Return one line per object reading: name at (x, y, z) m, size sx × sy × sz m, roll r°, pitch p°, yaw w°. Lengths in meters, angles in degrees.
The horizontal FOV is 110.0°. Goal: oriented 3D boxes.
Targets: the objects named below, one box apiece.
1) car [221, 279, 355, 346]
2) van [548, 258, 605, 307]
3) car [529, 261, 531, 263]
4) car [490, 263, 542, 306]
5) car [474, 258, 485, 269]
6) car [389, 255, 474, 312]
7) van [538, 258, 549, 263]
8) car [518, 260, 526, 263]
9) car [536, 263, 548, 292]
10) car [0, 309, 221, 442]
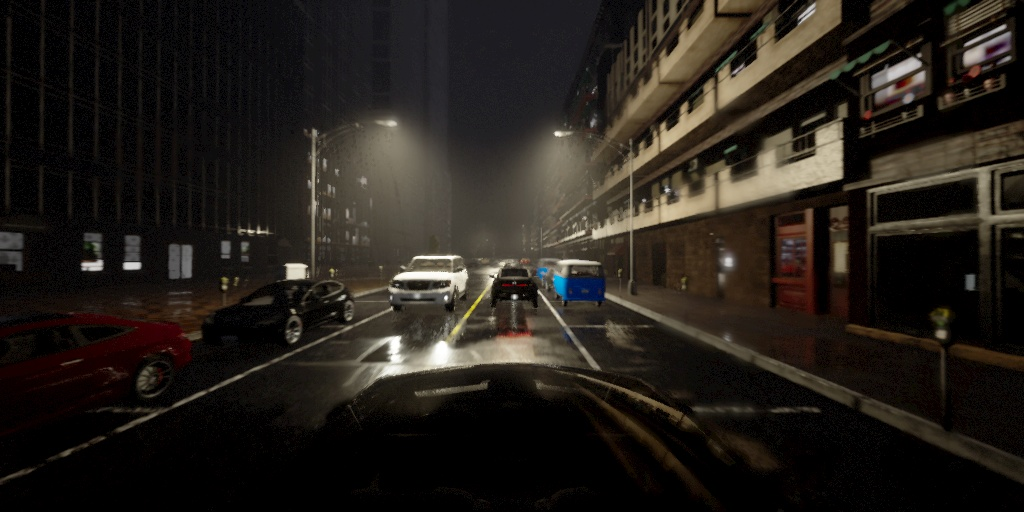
car at (-5.692, 1.306, 9.400) m, size 1.948 × 1.339 × 4.313 m, roll 0°, pitch 0°, yaw 0°
van at (2.687, 1.073, 15.072) m, size 1.690 × 1.789 × 3.998 m, roll 0°, pitch 0°, yaw 0°
car at (2.683, 1.287, 32.012) m, size 1.802 × 1.307 × 4.207 m, roll 0°, pitch 0°, yaw 0°
car at (0.097, 1.236, 15.488) m, size 1.837 × 1.490 × 4.892 m, roll 0°, pitch 0°, yaw 0°
car at (-5.703, 1.205, 54.570) m, size 2.007 × 1.370 × 4.403 m, roll 0°, pitch 0°, yaw 0°
car at (-3.055, 0.957, 14.387) m, size 2.150 × 2.045 × 5.566 m, roll 0°, pitch 0°, yaw 0°
van at (2.685, 1.056, 26.365) m, size 1.690 × 1.789 × 3.998 m, roll 0°, pitch 0°, yaw 0°
car at (0.091, 1.301, 34.770) m, size 1.895 × 1.301 × 4.718 m, roll 0°, pitch 0°, yaw 0°
car at (2.686, 1.274, 20.720) m, size 2.007 × 1.370 × 4.403 m, roll 0°, pitch 0°, yaw 0°
car at (-5.691, 1.329, 3.752) m, size 1.802 × 1.307 × 4.207 m, roll 0°, pitch 0°, yaw 0°
